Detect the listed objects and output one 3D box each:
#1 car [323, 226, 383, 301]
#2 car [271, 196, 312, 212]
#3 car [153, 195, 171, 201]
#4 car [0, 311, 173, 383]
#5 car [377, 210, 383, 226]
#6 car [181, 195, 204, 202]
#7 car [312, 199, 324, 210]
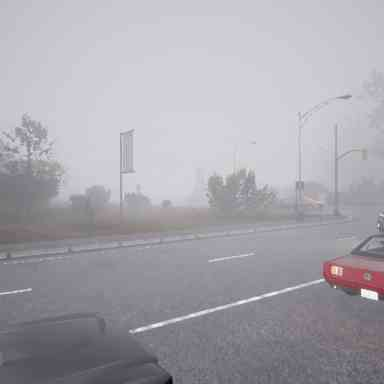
[{"bbox_3d":[5.048,1.570,7.363,4.718,1.301,1.895,0,0,-36],"label":"car"},{"bbox_3d":[10.134,1.404,36.087,1.895,1.301,4.718,-1,0,-39],"label":"car"},{"bbox_3d":[-6.724,1.330,73.987,1.895,1.301,4.718,-1,0,-38],"label":"car"},{"bbox_3d":[-2.399,1.601,2.024,4.718,1.301,1.895,0,0,-36],"label":"car"},{"bbox_3d":[11.486,1.108,16.665,5.566,2.045,2.150,-1,0,-37],"label":"car"},{"bbox_3d":[0.009,1.276,65.720,2.033,1.411,5.357,-1,0,-38],"label":"car"},{"bbox_3d":[12.758,1.252,38.410,1.882,1.535,5.008,-1,0,-39],"label":"car"}]
